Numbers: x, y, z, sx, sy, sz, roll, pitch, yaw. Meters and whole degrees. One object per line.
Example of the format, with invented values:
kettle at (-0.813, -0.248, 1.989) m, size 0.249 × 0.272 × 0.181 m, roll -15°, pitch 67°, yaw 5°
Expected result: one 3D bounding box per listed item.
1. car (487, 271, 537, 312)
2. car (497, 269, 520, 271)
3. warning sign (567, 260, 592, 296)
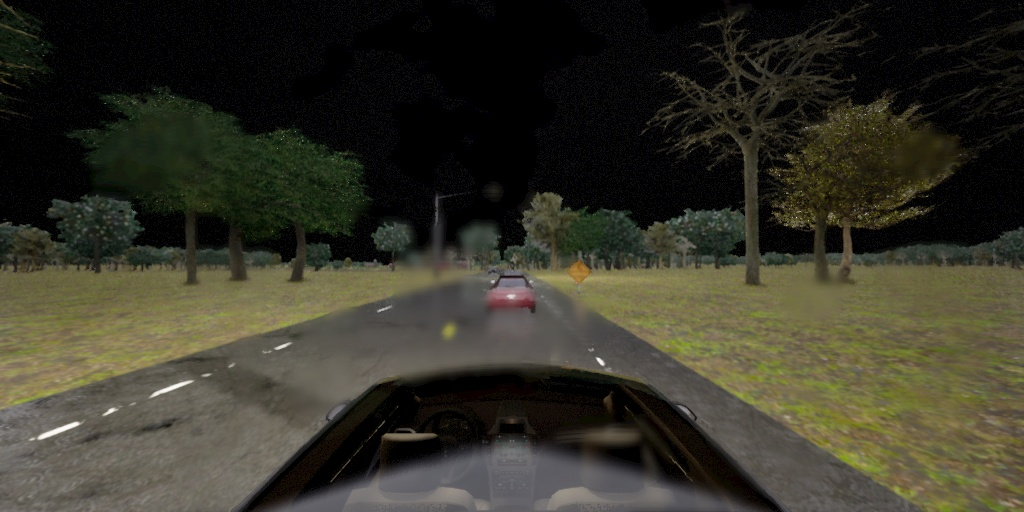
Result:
car at (0.023, 1.505, 15.260) m, size 1.994 × 1.385 × 4.181 m, roll 0°, pitch -1°, yaw 1°
car at (0.022, 1.817, 30.124) m, size 1.895 × 1.301 × 4.718 m, roll 0°, pitch -1°, yaw 1°
warning sign at (3.552, 1.124, 18.924) m, size 1.300 × 1.860 × 1.060 m, roll 0°, pitch 0°, yaw 0°
